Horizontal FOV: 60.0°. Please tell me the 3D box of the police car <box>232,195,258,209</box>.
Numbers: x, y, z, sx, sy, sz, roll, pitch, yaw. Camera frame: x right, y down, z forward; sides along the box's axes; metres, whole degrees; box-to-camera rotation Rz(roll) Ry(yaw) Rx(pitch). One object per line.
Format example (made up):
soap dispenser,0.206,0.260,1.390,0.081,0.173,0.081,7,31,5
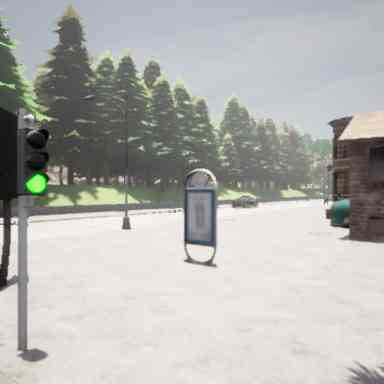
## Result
police car,6.964,1.272,43.848,1.930,1.638,5.238,1,0,36
